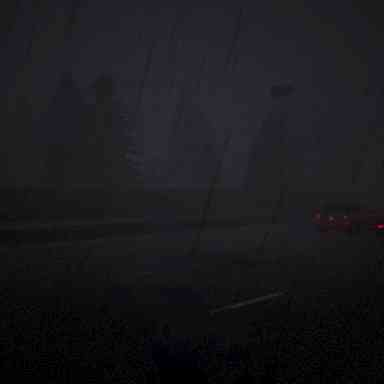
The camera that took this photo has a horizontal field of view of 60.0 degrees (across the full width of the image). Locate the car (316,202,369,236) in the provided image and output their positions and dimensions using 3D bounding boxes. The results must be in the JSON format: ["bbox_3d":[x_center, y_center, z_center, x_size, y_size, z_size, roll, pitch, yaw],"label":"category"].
[{"bbox_3d":[9.184,1.435,19.090,4.553,1.767,2.097,0,0,-36],"label":"car"}]

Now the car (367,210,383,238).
[{"bbox_3d":[10.870,1.613,15.986,5.357,1.411,2.033,0,0,-36],"label":"car"}]
